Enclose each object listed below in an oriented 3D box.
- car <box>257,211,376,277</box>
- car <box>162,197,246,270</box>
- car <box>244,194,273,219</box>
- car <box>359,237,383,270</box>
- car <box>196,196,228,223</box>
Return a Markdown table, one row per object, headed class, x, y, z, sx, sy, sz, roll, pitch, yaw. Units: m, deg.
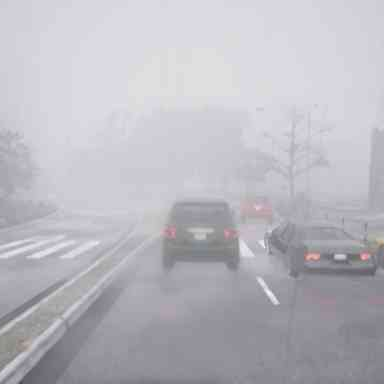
| class | x | y | z | sx | sy | sz | roll | pitch | yaw |
| --- | --- | --- | --- | --- | --- | --- | --- | --- | --- |
| car | 3.534 | 1.548 | 10.211 | 2.033 | 1.411 | 5.357 | 0 | 0 | 2 |
| car | 0.323 | 1.211 | 11.105 | 2.150 | 2.045 | 5.566 | 0 | 0 | 2 |
| car | 4.757 | 1.166 | 24.893 | 2.150 | 2.045 | 5.566 | 1 | 1 | 8 |
| car | 6.579 | 1.488 | 8.359 | 1.946 | 1.575 | 5.366 | 0 | 0 | 1 |
| car | 1.658 | 1.251 | 26.088 | 2.097 | 1.767 | 4.553 | 1 | 1 | 8 |
